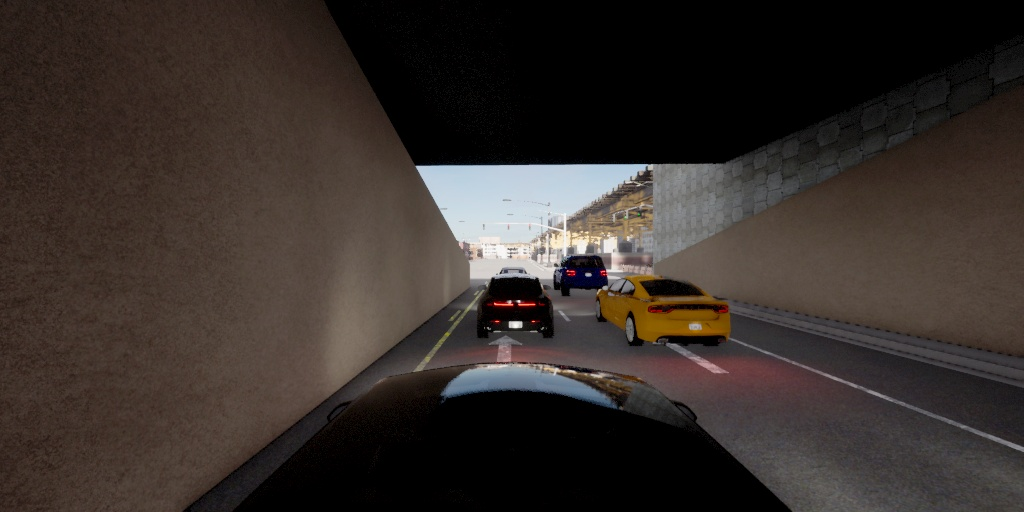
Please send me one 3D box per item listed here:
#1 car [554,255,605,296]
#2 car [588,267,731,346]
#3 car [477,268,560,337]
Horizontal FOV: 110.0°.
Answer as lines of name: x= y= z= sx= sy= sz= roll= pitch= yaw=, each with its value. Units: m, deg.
car: x=3.568 y=0.971 z=19.429 sx=2.150 sy=2.045 sz=5.566 roll=0 pitch=0 yaw=0
car: x=3.574 y=1.228 z=9.459 sx=1.882 sy=1.535 sz=5.008 roll=0 pitch=0 yaw=0
car: x=0.076 y=1.255 z=10.258 sx=1.837 sy=1.490 sz=4.892 roll=0 pitch=0 yaw=0
